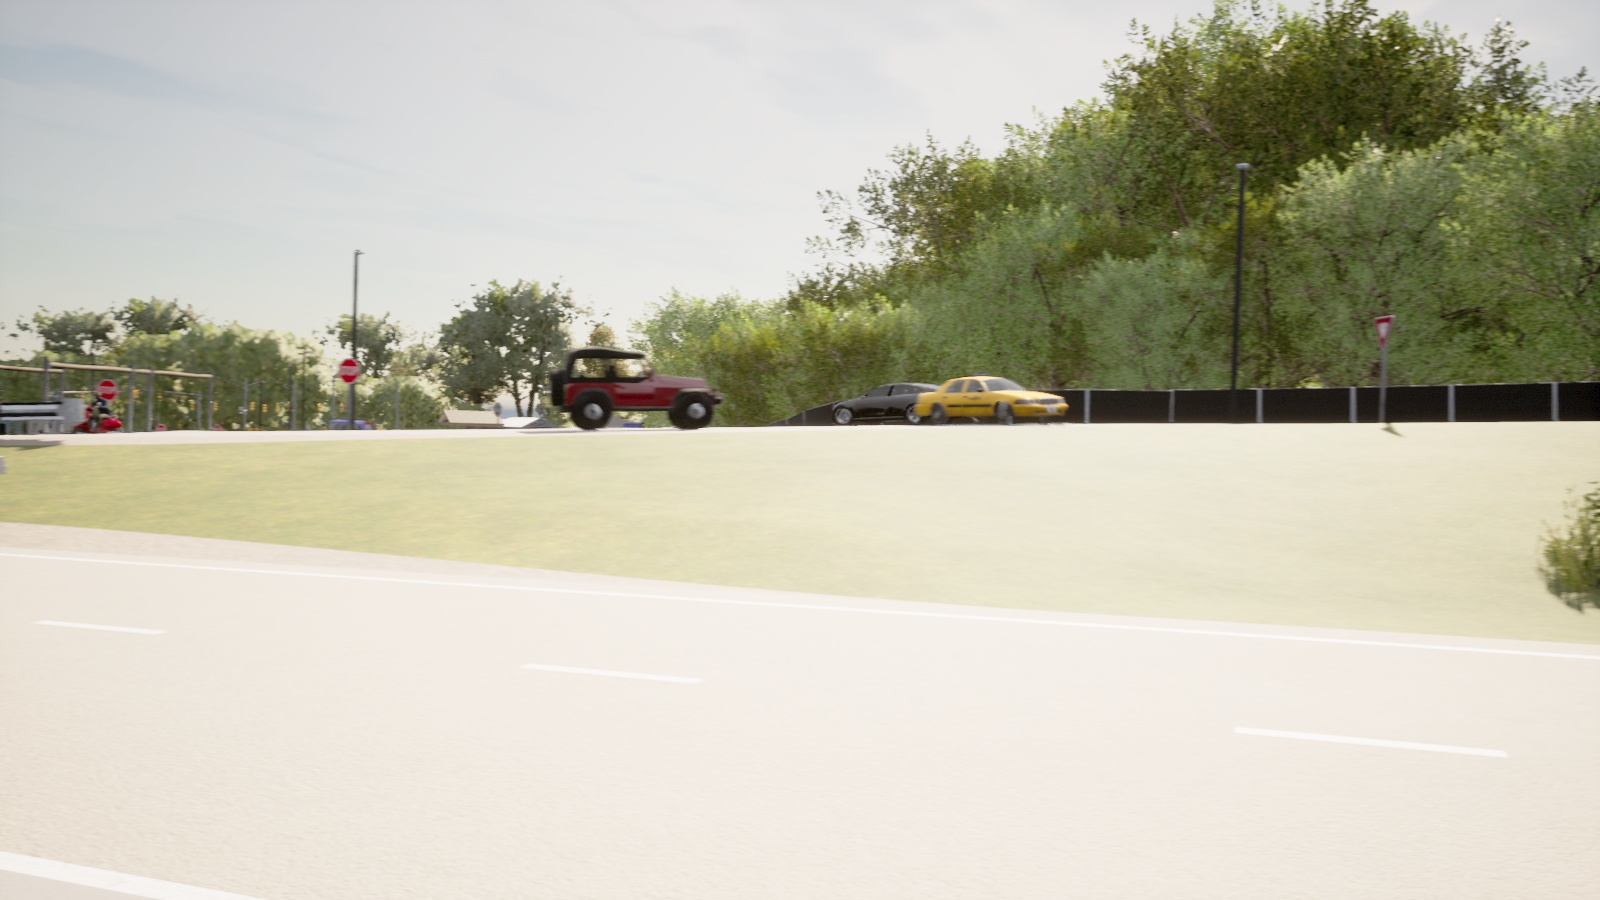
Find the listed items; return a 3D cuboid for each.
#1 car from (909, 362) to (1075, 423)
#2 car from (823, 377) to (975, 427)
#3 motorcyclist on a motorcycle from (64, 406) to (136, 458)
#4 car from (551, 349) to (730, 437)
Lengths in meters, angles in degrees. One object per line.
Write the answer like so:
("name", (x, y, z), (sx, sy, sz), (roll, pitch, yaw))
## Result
("car", (5.581, -1.663, 37.282), (1.801, 1.575, 5.366), (-4, 3, -31))
("car", (3.390, -1.623, 43.504), (4.792, 1.488, 2.163), (-1, 1, 39))
("motorcyclist on a motorcycle", (-22.384, -0.587, 40.192), (0.866, 1.590, 1.817), (-2, 0, 22))
("car", (-3.723, -1.323, 29.077), (3.866, 1.878, 1.905), (-2, 2, -14))
